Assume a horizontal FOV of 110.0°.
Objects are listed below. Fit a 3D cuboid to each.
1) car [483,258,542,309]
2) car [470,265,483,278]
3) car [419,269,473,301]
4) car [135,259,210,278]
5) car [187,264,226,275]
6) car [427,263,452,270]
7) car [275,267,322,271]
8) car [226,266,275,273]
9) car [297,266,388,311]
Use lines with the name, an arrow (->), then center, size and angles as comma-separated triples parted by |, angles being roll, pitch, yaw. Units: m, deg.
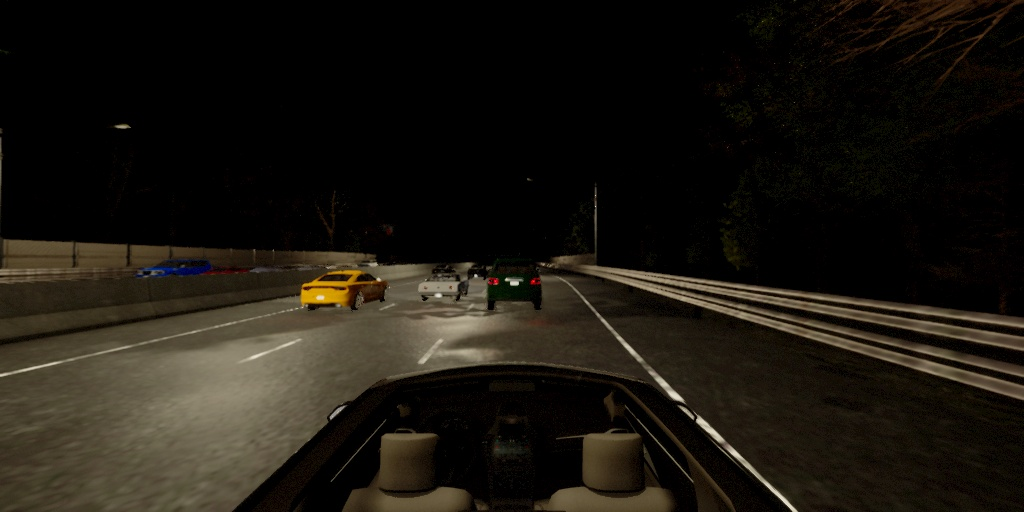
car -> 0.092, 1.132, 15.913 | 2.150, 2.045, 5.566 | 0, -1, 0
car -> -3.408, 1.654, 36.350 | 1.837, 1.490, 4.892 | 0, -1, 0
car -> -3.404, 1.544, 18.870 | 1.895, 1.301, 4.718 | 0, -1, 0
car -> -27.818, 1.293, 29.862 | 2.150, 2.045, 5.566 | 0, -1, -2
car -> -24.605, 1.605, 30.670 | 1.812, 1.442, 4.674 | 0, -1, 0
car -> -6.907, 1.654, 36.348 | 1.837, 1.490, 4.892 | 0, -1, 0
car -> -17.607, 1.634, 31.193 | 2.033, 1.411, 5.357 | 0, -1, 0
car -> -21.106, 1.626, 30.621 | 2.033, 1.411, 5.357 | 0, -1, 0
car -> -6.907, 1.381, 15.407 | 1.882, 1.535, 5.008 | 0, -1, 0
